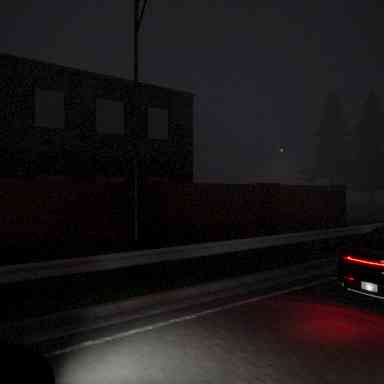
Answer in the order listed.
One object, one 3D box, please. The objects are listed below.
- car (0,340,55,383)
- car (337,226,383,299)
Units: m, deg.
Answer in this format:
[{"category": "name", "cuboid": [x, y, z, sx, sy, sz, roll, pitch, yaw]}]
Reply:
[{"category": "car", "cuboid": [-3.101, 1.526, 1.536, 4.674, 1.442, 1.812, 0, 0, -35]}, {"category": "car", "cuboid": [5.266, 1.505, 7.548, 4.892, 1.490, 1.837, 0, 0, -35]}]
